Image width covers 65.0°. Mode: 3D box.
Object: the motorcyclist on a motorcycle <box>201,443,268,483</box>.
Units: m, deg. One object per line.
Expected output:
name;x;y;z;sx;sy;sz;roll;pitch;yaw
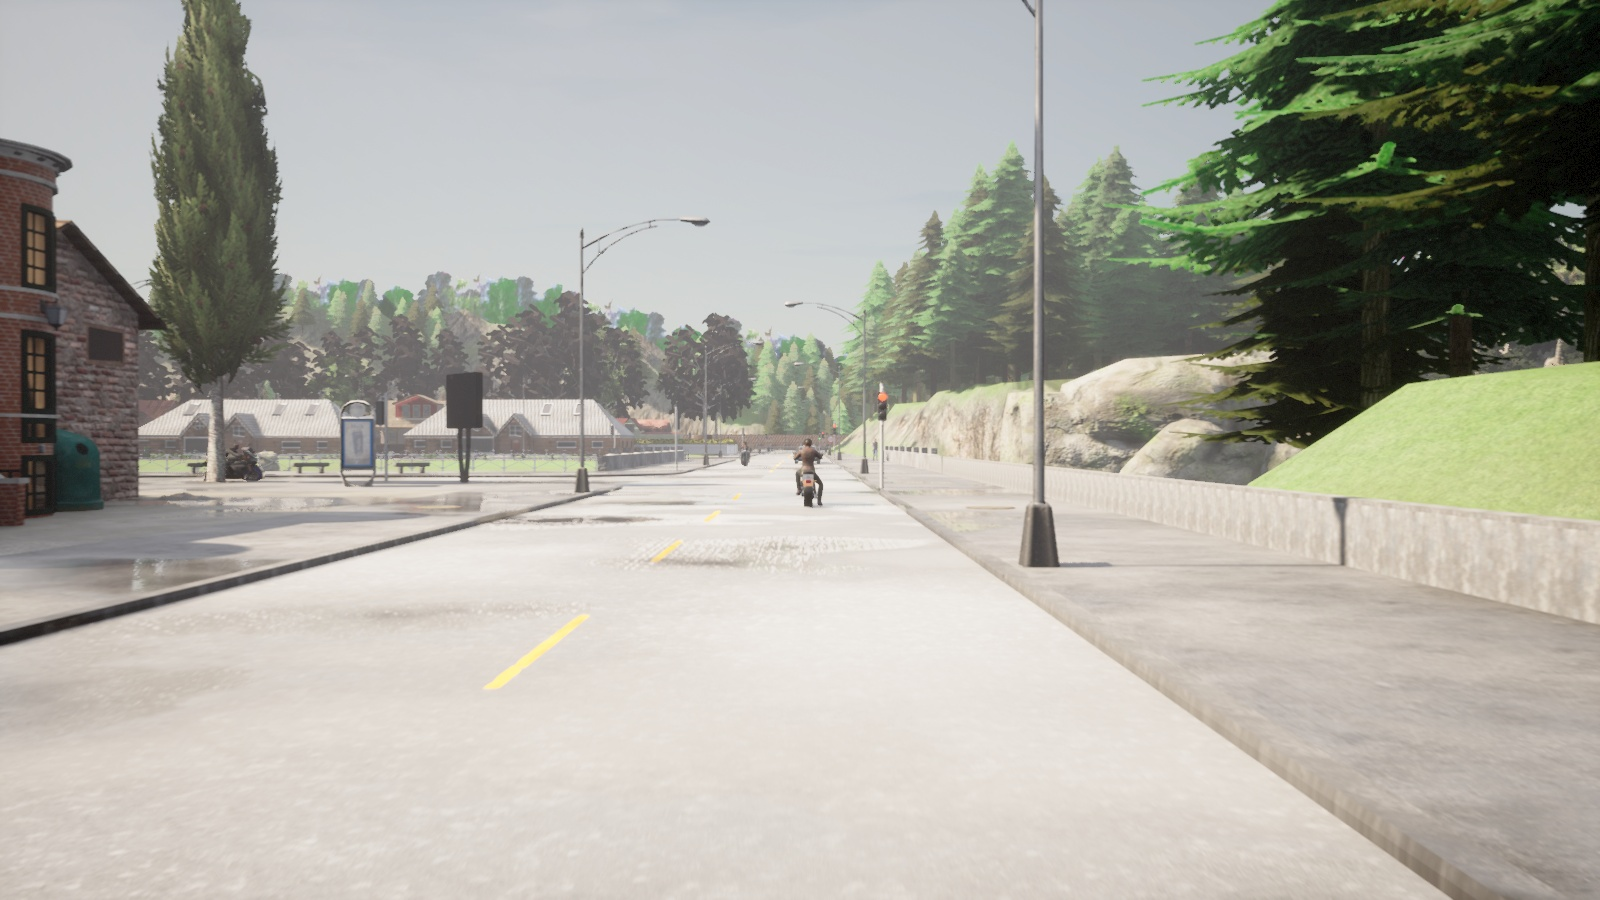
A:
motorcyclist on a motorcycle;-21.786;0.491;48.411;2.191;1.530;0.866;0;0;0

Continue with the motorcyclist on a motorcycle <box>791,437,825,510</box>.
motorcyclist on a motorcycle;0.191;0.529;29.735;0.766;1.649;2.350;0;0;0
